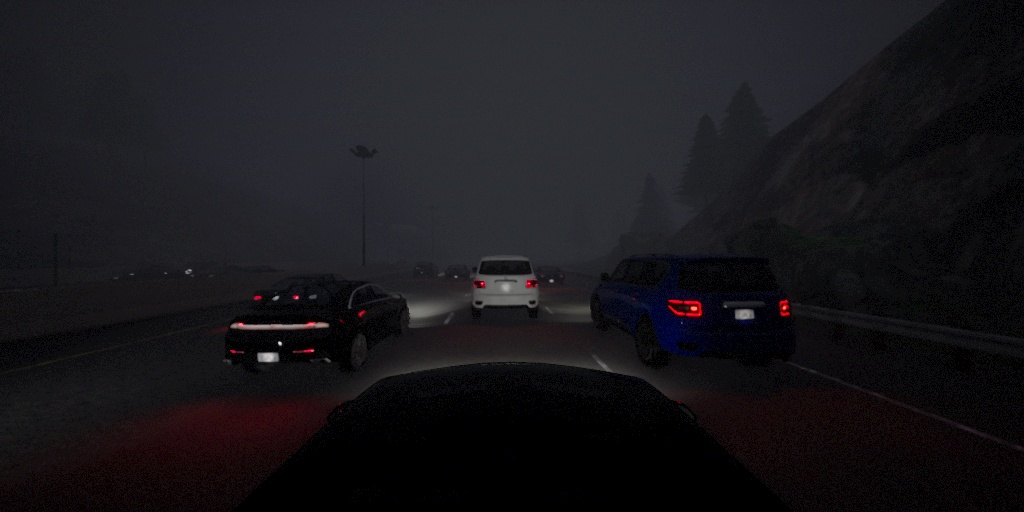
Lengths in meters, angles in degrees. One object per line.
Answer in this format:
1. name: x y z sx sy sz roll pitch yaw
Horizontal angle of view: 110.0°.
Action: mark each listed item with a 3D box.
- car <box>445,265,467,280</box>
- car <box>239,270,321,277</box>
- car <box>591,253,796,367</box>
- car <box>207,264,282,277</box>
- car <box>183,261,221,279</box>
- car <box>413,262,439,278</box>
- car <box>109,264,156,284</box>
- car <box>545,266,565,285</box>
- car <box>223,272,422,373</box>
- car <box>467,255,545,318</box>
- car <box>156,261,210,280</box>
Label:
1. car: -4.708 1.422 31.629 1.895 1.301 4.718 0 0 -3
2. car: -7.304 1.338 13.485 2.033 1.411 5.357 0 0 -3
3. car: 3.409 0.976 8.065 2.150 2.045 5.566 0 0 -2
4. car: -18.632 1.389 25.850 2.033 1.411 5.357 0 0 -3
5. car: -22.221 1.380 27.615 1.812 1.442 4.674 0 0 -3
6. car: -8.398 1.329 35.267 2.128 1.511 4.902 0 0 -3
7. car: -29.295 1.365 28.892 2.128 1.511 4.902 0 0 -3
8. car: 2.565 1.395 26.409 1.895 1.301 4.718 0 0 -3
9. car: -3.603 1.262 7.628 2.128 1.511 4.902 0 0 -2
10. car: -0.298 0.995 13.266 2.150 2.045 5.566 0 0 -3
11. car: -25.822 1.218 29.487 2.097 1.767 4.553 0 0 -3
